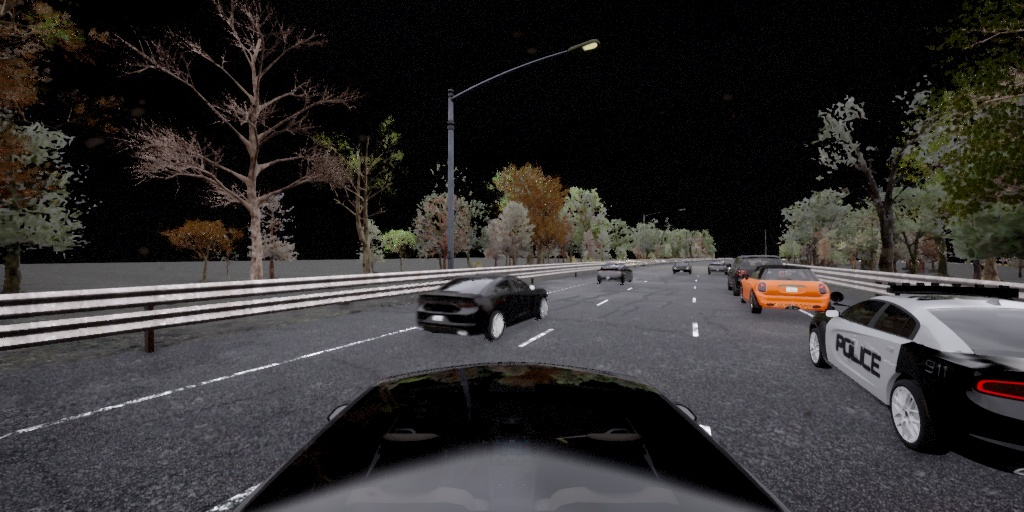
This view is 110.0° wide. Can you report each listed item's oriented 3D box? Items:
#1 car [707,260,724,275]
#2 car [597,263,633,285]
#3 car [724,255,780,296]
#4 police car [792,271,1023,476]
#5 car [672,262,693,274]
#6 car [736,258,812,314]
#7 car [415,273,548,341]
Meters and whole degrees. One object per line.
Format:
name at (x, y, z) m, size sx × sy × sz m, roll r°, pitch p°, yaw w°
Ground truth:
car at (22.535, 1.262, 39.295) m, size 2.128 × 1.511 × 4.902 m, roll 0°, pitch 0°, yaw 30°
car at (7.538, 1.247, 26.033) m, size 2.128 × 1.511 × 4.902 m, roll 0°, pitch 0°, yaw 28°
car at (12.686, 0.978, 18.753) m, size 2.150 × 2.045 × 5.566 m, roll 0°, pitch 0°, yaw 27°
police car at (5.618, 1.175, 4.712) m, size 1.930 × 1.638 × 5.238 m, roll 0°, pitch 0°, yaw 26°
car at (19.425, 1.370, 40.781) m, size 1.895 × 1.301 × 4.718 m, roll 0°, pitch 0°, yaw 29°
car at (9.961, 1.102, 13.425) m, size 2.097 × 1.767 × 4.553 m, roll 0°, pitch 0°, yaw 27°
car at (-0.545, 1.227, 10.151) m, size 1.882 × 1.535 × 5.008 m, roll 0°, pitch 0°, yaw 26°
